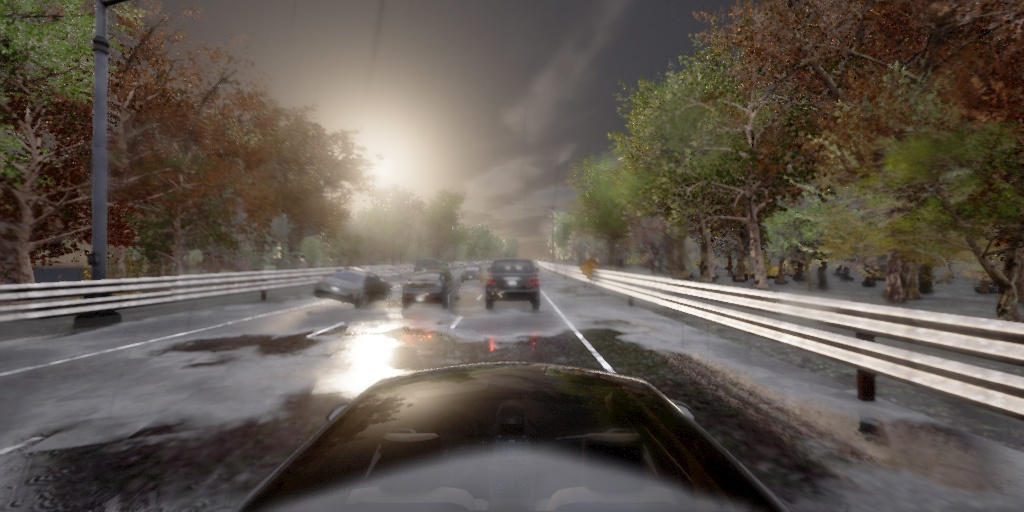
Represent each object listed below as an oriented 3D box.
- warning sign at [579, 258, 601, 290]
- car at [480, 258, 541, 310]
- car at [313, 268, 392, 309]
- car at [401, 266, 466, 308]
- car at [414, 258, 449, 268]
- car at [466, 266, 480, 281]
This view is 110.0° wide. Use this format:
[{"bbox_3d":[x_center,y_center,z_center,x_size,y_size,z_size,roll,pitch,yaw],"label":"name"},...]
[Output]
[{"bbox_3d":[4.637,1.041,21.127,1.300,1.860,1.060,0,0,1],"label":"warning sign"},{"bbox_3d":[0.041,1.095,15.659,2.150,2.045,5.566,0,0,0],"label":"car"},{"bbox_3d":[-6.838,1.288,16.003,1.994,1.385,4.181,14,0,1],"label":"car"},{"bbox_3d":[-3.452,1.390,15.972,1.837,1.490,4.892,0,0,1],"label":"car"},{"bbox_3d":[-6.790,1.228,30.689,2.150,2.045,5.566,0,0,1],"label":"car"},{"bbox_3d":[-3.279,1.538,30.995,1.812,1.442,4.674,0,0,1],"label":"car"}]
